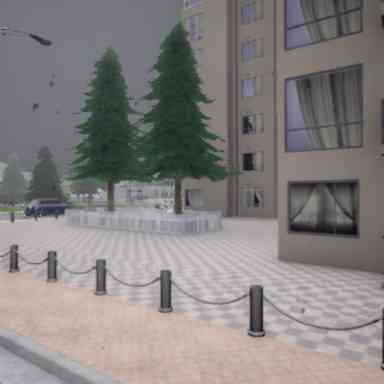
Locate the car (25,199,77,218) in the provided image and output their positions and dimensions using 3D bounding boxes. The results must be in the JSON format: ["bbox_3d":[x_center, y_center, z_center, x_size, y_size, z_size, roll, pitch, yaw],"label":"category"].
[{"bbox_3d":[-13.217,1.421,31.514,2.097,1.767,4.553,0,0,36],"label":"car"}]
